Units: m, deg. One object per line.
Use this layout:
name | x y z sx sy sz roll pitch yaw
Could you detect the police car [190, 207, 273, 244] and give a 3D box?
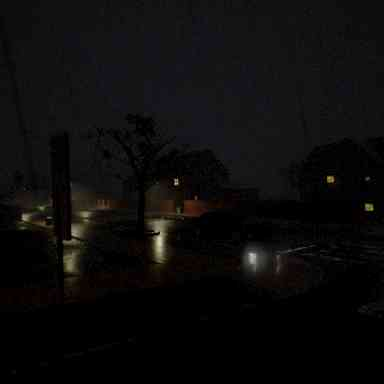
police car | 1.933 1.651 17.499 1.930 1.638 5.238 -2 0 -36
